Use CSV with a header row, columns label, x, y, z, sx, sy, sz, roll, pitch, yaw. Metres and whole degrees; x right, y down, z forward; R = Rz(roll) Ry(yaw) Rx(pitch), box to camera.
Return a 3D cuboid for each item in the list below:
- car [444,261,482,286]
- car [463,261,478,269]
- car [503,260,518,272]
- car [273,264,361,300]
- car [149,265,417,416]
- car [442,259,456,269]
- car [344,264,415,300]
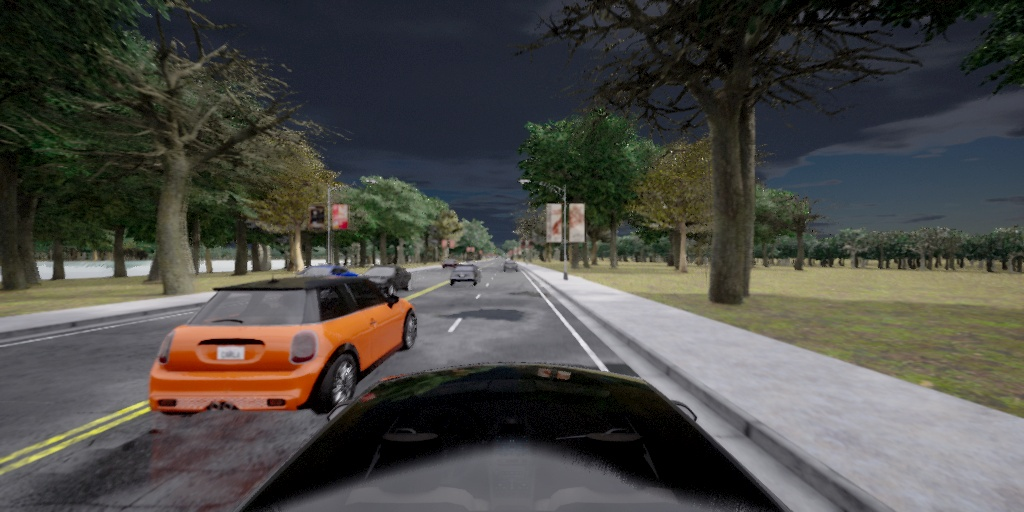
label,x,y,z,sx,sy,sz,roll,pitch,yaw
car,-3.242,1.315,25.745,2.033,1.411,5.357,0,0,0
car,-6.959,1.466,60.548,1.895,1.301,4.718,0,0,0
car,-0.182,1.304,48.192,2.128,1.511,4.902,0,0,-1
car,-9.904,1.247,18.750,1.882,1.535,5.008,0,0,0
car,-3.157,1.106,6.147,2.097,1.767,4.553,0,0,0
car,-10.206,1.217,59.220,2.097,1.767,4.553,0,0,0
car,-6.654,1.242,18.712,1.882,1.535,5.008,0,0,0
